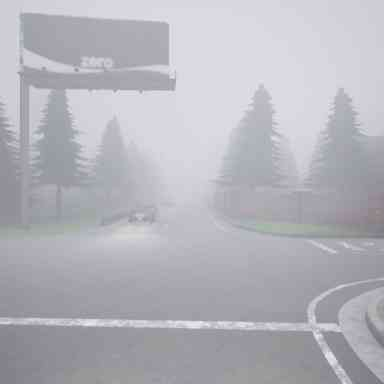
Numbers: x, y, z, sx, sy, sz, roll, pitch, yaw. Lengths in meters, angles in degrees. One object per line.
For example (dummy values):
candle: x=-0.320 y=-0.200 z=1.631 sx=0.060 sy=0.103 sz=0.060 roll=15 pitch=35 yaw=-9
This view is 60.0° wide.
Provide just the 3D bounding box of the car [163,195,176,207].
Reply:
car: x=-3.489 y=1.334 z=50.147 sx=2.097 sy=1.767 sz=4.553 roll=0 pitch=0 yaw=0

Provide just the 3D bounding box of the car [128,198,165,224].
car: x=-3.495 y=1.495 z=24.779 sx=2.128 sy=1.511 sz=4.902 roll=0 pitch=0 yaw=0
